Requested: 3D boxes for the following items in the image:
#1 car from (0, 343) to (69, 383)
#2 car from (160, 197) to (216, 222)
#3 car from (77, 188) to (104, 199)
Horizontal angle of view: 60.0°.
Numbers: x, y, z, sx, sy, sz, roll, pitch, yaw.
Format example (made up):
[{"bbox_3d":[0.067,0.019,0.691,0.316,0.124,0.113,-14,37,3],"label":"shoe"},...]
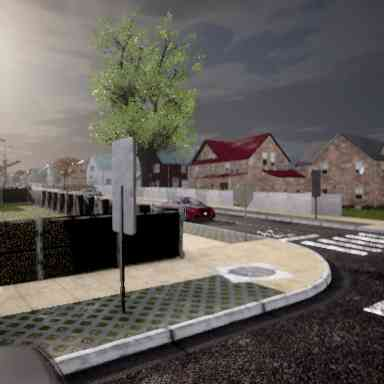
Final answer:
[{"bbox_3d":[-2.941,1.558,0.853,5.357,1.411,2.033,0,0,-36],"label":"car"},{"bbox_3d":[-0.352,1.022,20.993,1.994,1.385,4.181,-1,2,-35],"label":"car"},{"bbox_3d":[-11.164,0.378,36.472,2.128,1.511,4.902,-1,2,-35],"label":"car"}]
